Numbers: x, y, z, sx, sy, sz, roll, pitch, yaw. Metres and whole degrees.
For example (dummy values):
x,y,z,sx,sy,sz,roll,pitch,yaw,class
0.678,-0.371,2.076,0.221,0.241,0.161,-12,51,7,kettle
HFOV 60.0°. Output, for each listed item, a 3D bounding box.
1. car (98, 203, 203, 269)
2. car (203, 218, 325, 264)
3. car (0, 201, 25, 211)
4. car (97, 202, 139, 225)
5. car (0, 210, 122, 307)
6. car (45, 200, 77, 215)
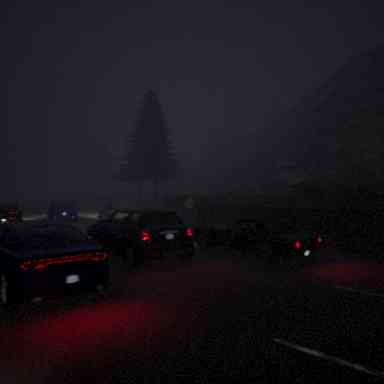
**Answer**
x,y,z,sx,sy,sz,roll,pitch,yaw,class
-1.960,1.313,11.445,2.097,1.767,4.553,0,0,-38,car
2.081,1.573,11.902,1.895,1.301,4.718,0,0,-41,car
-12.205,1.364,21.894,1.837,1.490,4.892,0,1,-27,car
-5.437,1.474,24.001,1.895,1.301,4.718,0,1,-27,car
-3.791,1.443,8.085,1.882,1.535,5.008,0,0,-40,car
-9.880,1.314,25.055,1.882,1.535,5.008,0,1,-27,car
